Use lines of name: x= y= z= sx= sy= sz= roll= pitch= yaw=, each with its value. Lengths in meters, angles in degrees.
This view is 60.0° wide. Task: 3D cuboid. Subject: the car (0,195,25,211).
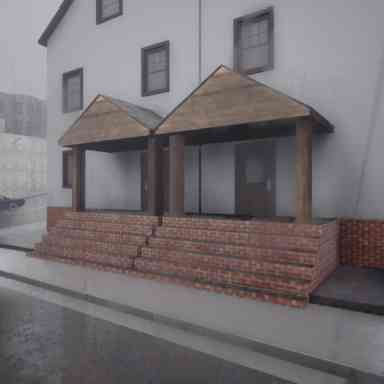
car: x=-15.508 y=1.012 z=25.414 sx=1.895 sy=1.301 sz=4.718 roll=0 pitch=6 yaw=35
